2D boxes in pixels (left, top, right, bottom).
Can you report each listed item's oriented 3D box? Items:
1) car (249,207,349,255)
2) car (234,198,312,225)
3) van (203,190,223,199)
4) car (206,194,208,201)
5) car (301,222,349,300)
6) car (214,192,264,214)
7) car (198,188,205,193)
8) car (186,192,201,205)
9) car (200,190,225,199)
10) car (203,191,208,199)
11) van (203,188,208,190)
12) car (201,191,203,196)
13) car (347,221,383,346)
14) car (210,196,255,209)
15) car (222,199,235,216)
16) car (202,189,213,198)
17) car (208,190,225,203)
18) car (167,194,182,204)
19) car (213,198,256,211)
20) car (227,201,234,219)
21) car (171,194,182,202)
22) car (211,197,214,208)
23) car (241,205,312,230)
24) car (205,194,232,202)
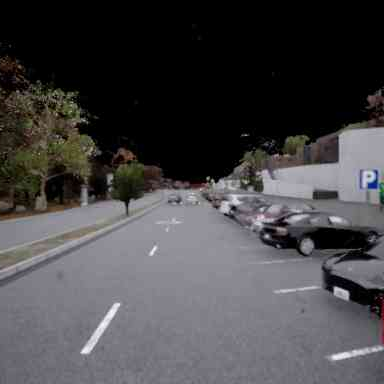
[{"bbox_3d":[5.070,1.509,13.073,5.008,1.535,2.097,1,0,-20],"label":"car"},{"bbox_3d":[5.112,1.390,19.085,4.553,1.767,2.185,1,0,-20],"label":"car"},{"bbox_3d":[5.002,0.641,78.982,4.442,1.987,1.878,1,1,-20],"label":"van"},{"bbox_3d":[5.068,1.309,49.095,4.792,1.488,2.163,1,1,-20],"label":"car"},{"bbox_3d":[5.049,1.525,7.057,4.792,1.488,2.163,1,0,-20],"label":"car"},{"bbox_3d":[5.113,1.243,28.096,5.566,2.045,2.435,1,0,-20],"label":"car"},{"bbox_3d":[5.084,0.657,76.029,5.566,2.045,2.435,1,1,-20],"label":"car"},{"bbox_3d":[0.025,1.254,53.639,1.812,1.442,4.674,0,1,0],"label":"car"},{"bbox_3d":[5.138,0.574,82.024,5.566,2.045,2.435,0,1,-20],"label":"car"},{"bbox_3d":[5.073,1.144,61.100,4.792,1.488,2.163,0,1,-20],"label":"car"},{"bbox_3d":[5.214,0.766,70.121,4.442,1.987,1.878,0,1,-20],"label":"van"},{"bbox_3d":[5.098,0.951,73.064,4.892,1.521,2.231,1,1,-20],"label":"car"},{"bbox_3d":[5.053,1.240,4.054,5.566,2.045,2.435,1,0,-20],"label":"car"},{"bbox_3d":[5.263,1.358,43.171,5.366,1.575,1.946,1,0,-20],"label":"car"},{"bbox_3d":[5.109,1.535,25.098,4.792,1.488,2.163,1,0,-20],"label":"car"},{"bbox_3d":[5.074,0.906,67.088,4.553,1.767,2.185,0,1,-20],"label":"car"},{"bbox_3d":[5.066,1.179,37.077,5.566,2.045,2.435,1,1,-20],"label":"car"},{"bbox_3d":[-2.974,1.238,54.837,1.812,1.442,4.674,0,1,0],"label":"car"},{"bbox_3d":[5.094,1.435,40.099,4.674,1.452,2.002,1,1,-20],"label":"car"},{"bbox_3d":[5.084,1.556,22.074,4.674,1.452,2.002,1,0,-20],"label":"car"},{"bbox_3d":[-2.970,1.126,64.875,1.994,1.385,4.181,0,1,0],"label":"car"},{"bbox_3d":[4.914,1.472,31.025,5.366,1.575,1.946,1,1,-20],"label":"car"},{"bbox_3d":[5.081,1.554,16.074,4.674,1.452,2.002,1,0,-20],"label":"car"},{"bbox_3d":[5.096,1.113,64.118,4.674,1.452,2.002,0,1,-20],"label":"car"}]
